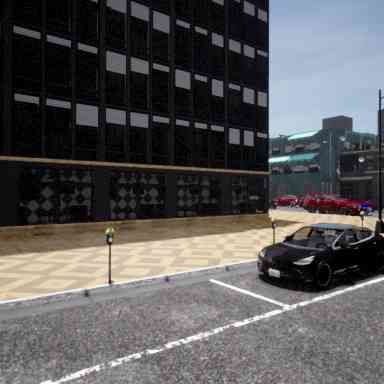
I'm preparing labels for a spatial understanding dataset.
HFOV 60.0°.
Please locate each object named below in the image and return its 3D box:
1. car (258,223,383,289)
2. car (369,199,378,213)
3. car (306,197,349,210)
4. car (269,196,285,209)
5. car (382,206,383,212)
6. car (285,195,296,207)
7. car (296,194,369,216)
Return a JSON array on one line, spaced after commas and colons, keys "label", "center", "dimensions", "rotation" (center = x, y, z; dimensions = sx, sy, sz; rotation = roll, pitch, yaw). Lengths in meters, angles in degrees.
[{"label": "car", "center": [3.743, 1.566, 9.222], "dimensions": [4.313, 1.339, 1.947], "rotation": [0, 0, -35]}, {"label": "car", "center": [14.236, 1.322, 31.052], "dimensions": [1.812, 1.442, 4.674], "rotation": [0, 1, -38]}, {"label": "car", "center": [15.740, 1.341, 38.805], "dimensions": [1.802, 1.307, 4.206], "rotation": [1, 0, -36]}, {"label": "car", "center": [8.097, 1.173, 39.422], "dimensions": [1.837, 1.490, 4.892], "rotation": [0, 1, -36]}, {"label": "car", "center": [19.022, 1.372, 34.336], "dimensions": [1.887, 1.381, 4.507], "rotation": [1, 0, -36]}, {"label": "car", "center": [12.459, 1.130, 43.278], "dimensions": [1.967, 1.590, 4.097], "rotation": [1, 0, -36]}, {"label": "car", "center": [12.272, 1.101, 29.376], "dimensions": [2.192, 1.841, 5.009], "rotation": [1, 0, -36]}]
